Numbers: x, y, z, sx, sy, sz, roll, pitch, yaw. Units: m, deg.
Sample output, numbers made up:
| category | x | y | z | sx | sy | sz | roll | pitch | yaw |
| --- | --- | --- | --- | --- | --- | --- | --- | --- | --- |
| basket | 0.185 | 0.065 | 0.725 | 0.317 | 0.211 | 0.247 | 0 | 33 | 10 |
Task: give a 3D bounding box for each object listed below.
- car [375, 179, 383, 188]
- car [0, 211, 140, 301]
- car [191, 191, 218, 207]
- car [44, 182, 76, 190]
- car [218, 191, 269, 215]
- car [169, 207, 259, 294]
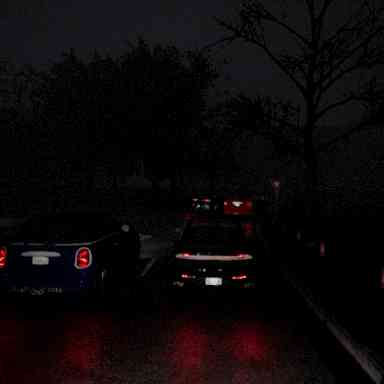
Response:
| category | x | y | z | sx | sy | sz | roll | pitch | yaw |
| --- | --- | --- | --- | --- | --- | --- | --- | --- | --- |
| car | 34.939 | -1.531 | 59.526 | 2.185 | 1.767 | 4.553 | -1 | 4 | -15 |
| car | -2.716 | 1.259 | 8.347 | 2.097 | 1.767 | 4.553 | 0 | 1 | 3 |
| car | 1.782 | 0.698 | 26.019 | 2.128 | 1.511 | 4.902 | 2 | 4 | 32 |
| car | -22.433 | -1.041 | 56.616 | 5.008 | 1.535 | 1.882 | -2 | 3 | -28 |
| car | 3.827 | 0.727 | 22.997 | 2.097 | 1.767 | 4.553 | 2 | 3 | 27 |
| car | 0.544 | 1.399 | 8.612 | 2.128 | 1.511 | 4.902 | 0 | 1 | 3 |
